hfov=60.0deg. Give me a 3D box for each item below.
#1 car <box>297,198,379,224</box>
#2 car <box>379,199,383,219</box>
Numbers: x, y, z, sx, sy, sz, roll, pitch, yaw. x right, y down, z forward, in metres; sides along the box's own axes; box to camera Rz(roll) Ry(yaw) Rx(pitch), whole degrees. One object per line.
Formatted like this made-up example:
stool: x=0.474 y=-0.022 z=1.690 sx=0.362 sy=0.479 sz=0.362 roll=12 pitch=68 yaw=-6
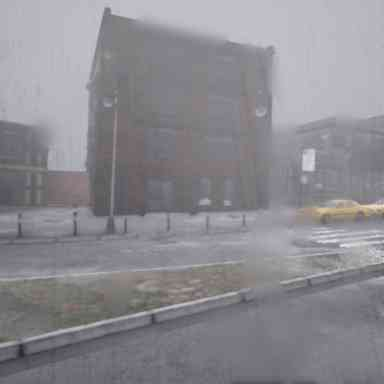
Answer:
car: x=9.382 y=1.188 z=21.896 sx=5.366 sy=1.575 sz=1.946 roll=-1 pitch=0 yaw=-24
car: x=14.414 y=1.092 z=24.170 sx=5.366 sy=1.575 sz=1.946 roll=-1 pitch=0 yaw=-24
